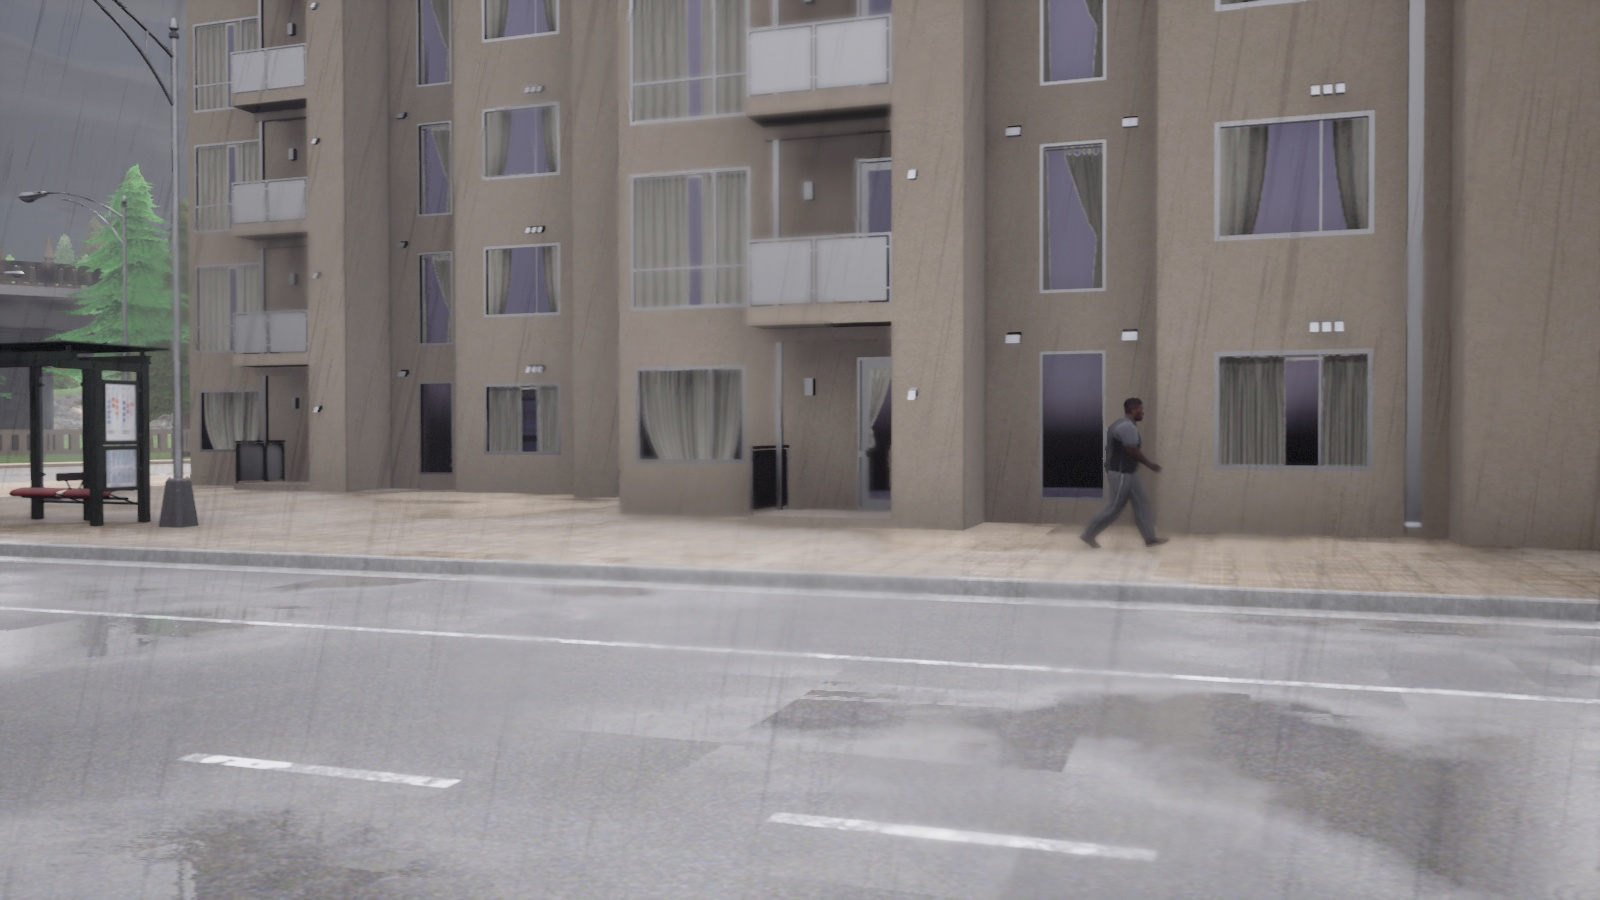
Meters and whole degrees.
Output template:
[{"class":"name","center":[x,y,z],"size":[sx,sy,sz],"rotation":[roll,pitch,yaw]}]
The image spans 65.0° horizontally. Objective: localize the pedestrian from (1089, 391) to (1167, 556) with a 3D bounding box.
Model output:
[{"class":"pedestrian","center":[3.854,0.260,14.754],"size":[0.849,1.883,0.563],"rotation":[1,1,15]}]
